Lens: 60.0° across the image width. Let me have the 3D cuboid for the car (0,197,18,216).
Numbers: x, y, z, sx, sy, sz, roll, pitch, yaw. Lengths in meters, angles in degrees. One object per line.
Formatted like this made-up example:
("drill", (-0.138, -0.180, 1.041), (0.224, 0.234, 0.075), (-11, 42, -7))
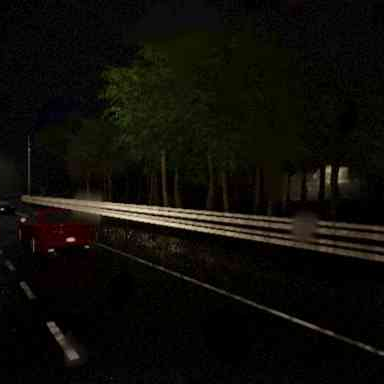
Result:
("car", (-16.773, 1.397, 29.093), (1.994, 1.385, 4.181), (0, 0, -35))

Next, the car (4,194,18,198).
("car", (-41.134, 1.110, 75.491), (1.994, 1.385, 4.181), (0, 0, -11))

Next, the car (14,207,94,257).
("car", (-5.412, 1.420, 12.943), (1.882, 1.535, 5.008), (0, 0, -35))
